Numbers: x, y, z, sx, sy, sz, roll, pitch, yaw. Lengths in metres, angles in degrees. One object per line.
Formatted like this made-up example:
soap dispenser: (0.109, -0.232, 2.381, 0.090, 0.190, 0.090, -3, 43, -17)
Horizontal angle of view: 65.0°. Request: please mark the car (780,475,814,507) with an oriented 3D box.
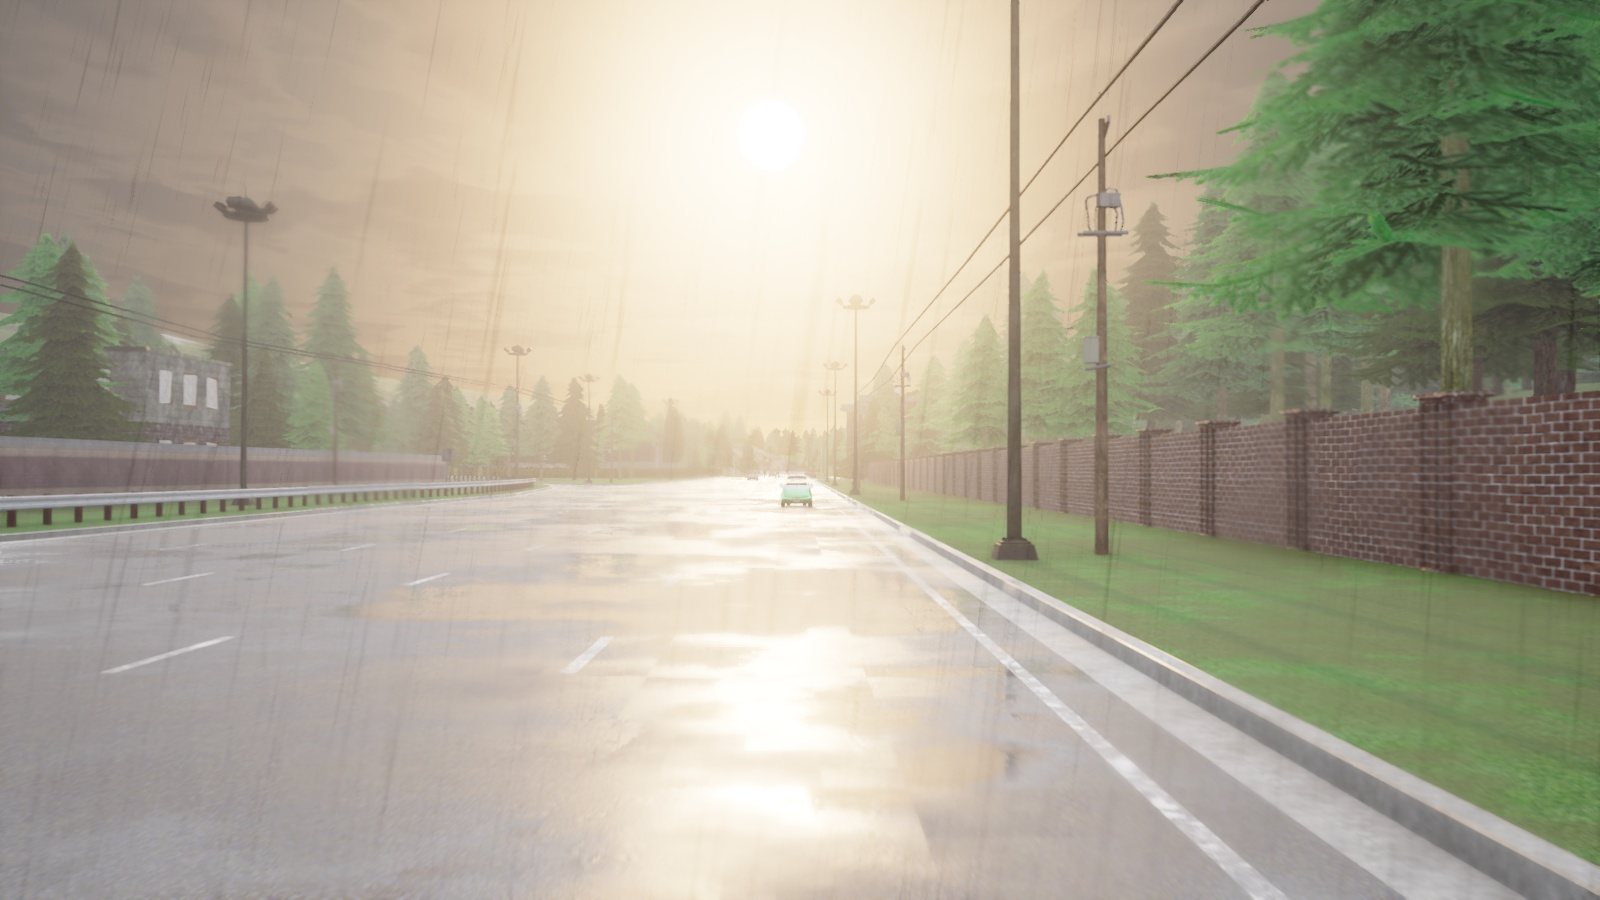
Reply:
car: (-0.132, 1.792, 55.133, 1.481, 1.376, 2.207, 0, -2, 0)
